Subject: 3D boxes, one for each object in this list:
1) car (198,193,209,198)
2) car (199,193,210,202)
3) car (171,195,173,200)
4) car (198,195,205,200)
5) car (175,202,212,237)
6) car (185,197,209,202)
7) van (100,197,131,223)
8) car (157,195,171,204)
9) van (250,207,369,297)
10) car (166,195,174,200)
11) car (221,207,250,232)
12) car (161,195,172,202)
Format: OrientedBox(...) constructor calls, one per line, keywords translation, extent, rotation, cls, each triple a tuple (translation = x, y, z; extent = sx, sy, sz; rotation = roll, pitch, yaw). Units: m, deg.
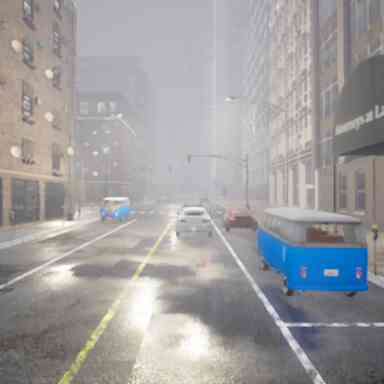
OrientedBox(translation=(2.700, 1.490, 68.863), extent=(1.802, 1.307, 4.206), rotation=(1, 0, 0), cls="car")
OrientedBox(translation=(2.704, 1.215, 74.517), extent=(2.192, 1.841, 5.009), rotation=(1, 0, 0), cls="car")
OrientedBox(translation=(-5.679, 1.459, 68.860), extent=(2.008, 1.369, 4.403), rotation=(1, 0, 0), cls="car")
OrientedBox(translation=(2.700, 1.458, 91.481), extent=(1.802, 1.307, 4.206), rotation=(1, 0, 0), cls="car")
OrientedBox(translation=(0.102, 1.503, 17.861), extent=(1.812, 1.442, 4.674), rotation=(0, 0, 0), cls="car")
OrientedBox(translation=(0.076, 1.466, 29.480), extent=(2.163, 1.488, 4.792), rotation=(0, 0, -1), cls="car")
OrientedBox(translation=(-5.762, 1.309, 25.289), extent=(1.690, 1.788, 3.998), rotation=(1, 0, 0), cls="van")
OrientedBox(translation=(-5.679, 1.467, 63.206), extent=(2.008, 1.369, 4.403), rotation=(1, 0, 0), cls="car")
OrientedBox(translation=(2.705, 1.331, 8.304), extent=(1.690, 1.788, 3.998), rotation=(1, 0, 0), cls="van")
OrientedBox(translation=(-5.680, 1.466, 85.824), extent=(1.802, 1.307, 4.206), rotation=(1, 0, 0), cls="car")
OrientedBox(translation=(2.701, 1.557, 19.605), extent=(1.802, 1.307, 4.206), rotation=(1, 0, 0), cls="car")
OrientedBox(translation=(-5.680, 1.466, 74.515), extent=(1.947, 1.339, 4.313), rotation=(1, 0, 0), cls="car")
